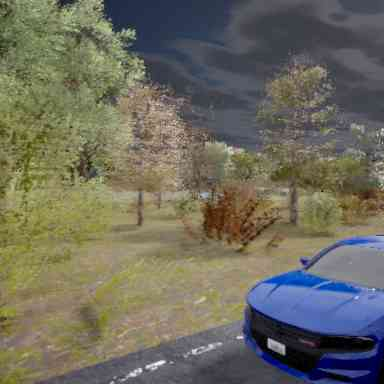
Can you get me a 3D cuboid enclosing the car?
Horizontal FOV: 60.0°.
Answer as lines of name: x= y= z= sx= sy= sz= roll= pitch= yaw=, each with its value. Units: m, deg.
car: x=2.987 y=1.477 z=5.221 sx=5.008 sy=1.535 sz=1.882 roll=0 pitch=0 yaw=-36
